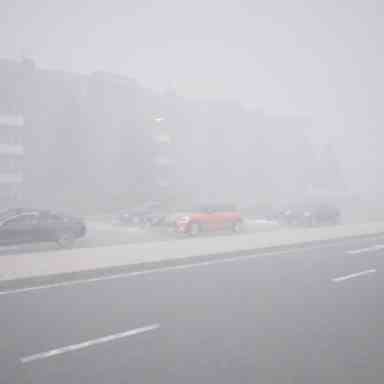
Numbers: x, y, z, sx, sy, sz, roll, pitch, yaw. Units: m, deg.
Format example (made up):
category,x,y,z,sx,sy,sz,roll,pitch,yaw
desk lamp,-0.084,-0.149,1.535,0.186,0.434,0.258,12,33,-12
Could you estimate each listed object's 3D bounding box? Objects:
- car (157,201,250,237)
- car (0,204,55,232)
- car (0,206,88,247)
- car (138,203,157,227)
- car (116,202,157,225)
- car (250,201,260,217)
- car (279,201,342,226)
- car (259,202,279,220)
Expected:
category,x,y,z,sx,sy,sz,roll,pitch,yaw
car,0.707,1.403,18.585,4.553,1.767,2.097,1,0,-35
car,-10.574,1.491,19.184,4.674,1.442,1.812,1,0,-34
car,-6.715,1.472,13.330,4.902,1.511,2.128,1,0,-35
car,-0.543,1.597,21.987,5.357,1.411,2.033,1,0,-35
car,-3.107,1.541,24.457,4.892,1.490,1.837,1,0,-35
car,5.501,1.595,30.541,5.008,1.535,1.882,1,0,-35
car,8.922,1.480,24.390,4.553,1.767,2.097,1,0,-35
car,8.063,1.695,28.066,4.181,1.385,1.994,0,0,-35
